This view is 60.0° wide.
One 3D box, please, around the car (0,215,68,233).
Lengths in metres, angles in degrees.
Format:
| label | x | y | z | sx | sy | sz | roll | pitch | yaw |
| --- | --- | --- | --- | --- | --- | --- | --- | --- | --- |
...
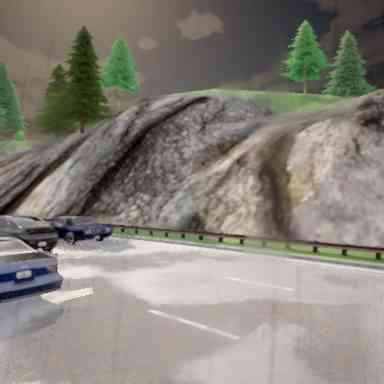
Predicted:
| label | x | y | z | sx | sy | sz | roll | pitch | yaw |
| --- | --- | --- | --- | --- | --- | --- | --- | --- | --- |
| car | -7.574 | 1.709 | 13.865 | 4.892 | 1.490 | 1.837 | 0 | -2 | 35 |

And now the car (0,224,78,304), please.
| label | x | y | z | sx | sy | sz | roll | pitch | yaw |
| --- | --- | --- | --- | --- | --- | --- | --- | --- | --- |
| car | -5.292 | 1.654 | 7.977 | 5.357 | 1.411 | 2.033 | 0 | -2 | 37 |

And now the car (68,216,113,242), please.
| label | x | y | z | sx | sy | sz | roll | pitch | yaw |
| --- | --- | --- | --- | --- | --- | --- | --- | --- | --- |
| car | -6.383 | 1.905 | 17.323 | 4.718 | 1.301 | 1.895 | 0 | -2 | 35 |
